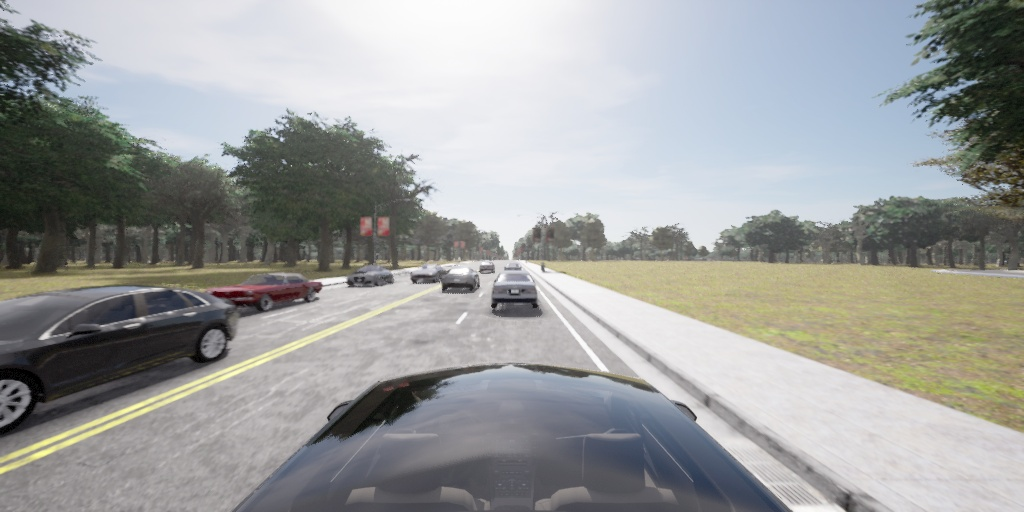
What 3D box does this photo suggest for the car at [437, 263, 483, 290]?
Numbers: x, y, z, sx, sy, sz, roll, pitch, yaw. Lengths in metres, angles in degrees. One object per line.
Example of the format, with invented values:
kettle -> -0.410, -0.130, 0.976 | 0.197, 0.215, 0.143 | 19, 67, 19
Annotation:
car -> -3.150, 1.353, 22.599 | 1.994, 1.385, 4.181 | 0, 0, 0

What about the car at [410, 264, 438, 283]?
car -> -6.545, 1.346, 28.633 | 2.033, 1.411, 5.357 | 0, 0, 1

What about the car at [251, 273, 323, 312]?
car -> -9.813, 1.377, 14.594 | 1.895, 1.301, 4.718 | 0, 0, 0

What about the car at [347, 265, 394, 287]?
car -> -9.821, 1.356, 25.083 | 1.994, 1.385, 4.181 | 0, 0, 0

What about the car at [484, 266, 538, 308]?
car -> 0.099, 1.325, 15.457 | 2.033, 1.411, 5.357 | 0, 0, 0

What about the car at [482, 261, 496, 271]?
car -> -3.150, 1.373, 46.023 | 2.033, 1.411, 5.357 | 0, 0, 0

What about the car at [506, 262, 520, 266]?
car -> 0.099, 1.359, 36.920 | 2.033, 1.411, 5.357 | 0, 0, 0

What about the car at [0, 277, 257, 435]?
car -> -6.582, 1.262, 5.443 | 1.837, 1.490, 4.892 | 0, 0, 0
